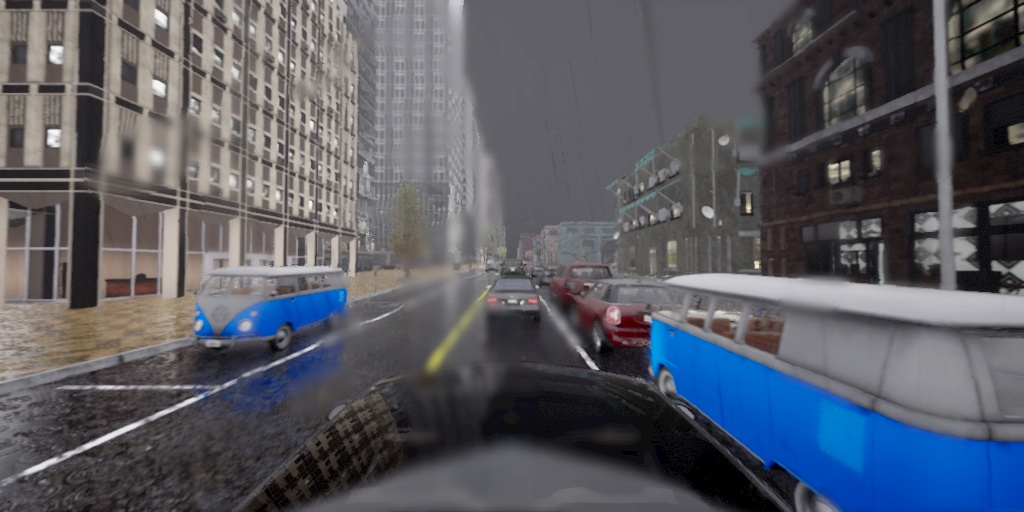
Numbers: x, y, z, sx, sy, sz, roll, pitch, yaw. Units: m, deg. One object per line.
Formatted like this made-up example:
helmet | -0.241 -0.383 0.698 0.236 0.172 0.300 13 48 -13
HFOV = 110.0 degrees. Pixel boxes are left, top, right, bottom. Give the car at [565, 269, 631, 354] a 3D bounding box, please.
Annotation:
car | 2.690 1.261 8.923 1.967 1.591 4.097 0 0 0

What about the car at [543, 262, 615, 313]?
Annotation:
car | 2.689 1.190 14.401 2.192 1.841 5.009 0 0 0

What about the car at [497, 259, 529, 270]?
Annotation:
car | 0.080 1.267 32.085 2.150 2.045 5.566 0 -1 0

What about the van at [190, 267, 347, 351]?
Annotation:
van | -5.691 1.162 8.919 1.690 1.789 3.998 0 0 0

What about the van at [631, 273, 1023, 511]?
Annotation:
van | 2.691 1.108 3.446 1.690 1.789 3.998 0 0 0

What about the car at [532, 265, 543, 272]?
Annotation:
car | 2.687 1.548 25.355 1.948 1.339 4.313 0 0 0

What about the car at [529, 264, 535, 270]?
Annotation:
car | 2.685 1.653 36.310 1.948 1.339 4.313 0 0 0

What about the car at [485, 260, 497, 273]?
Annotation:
car | -3.060 1.770 54.883 1.837 1.490 4.892 0 -1 0

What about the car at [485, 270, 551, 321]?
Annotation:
car | 0.062 1.409 12.971 2.033 1.411 5.357 0 -1 0
